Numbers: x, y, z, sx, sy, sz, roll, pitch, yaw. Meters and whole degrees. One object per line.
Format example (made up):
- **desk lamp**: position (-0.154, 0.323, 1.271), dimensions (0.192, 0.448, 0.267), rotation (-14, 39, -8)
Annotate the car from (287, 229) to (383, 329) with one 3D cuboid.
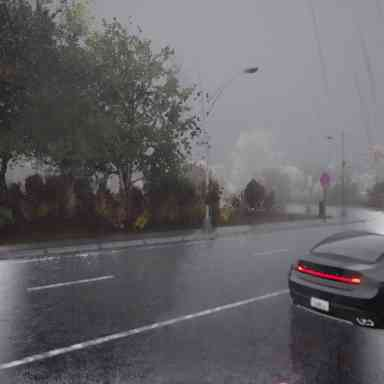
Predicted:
- **car**: position (3.947, 1.501, 6.557), dimensions (4.892, 1.490, 1.837), rotation (0, 0, -35)
